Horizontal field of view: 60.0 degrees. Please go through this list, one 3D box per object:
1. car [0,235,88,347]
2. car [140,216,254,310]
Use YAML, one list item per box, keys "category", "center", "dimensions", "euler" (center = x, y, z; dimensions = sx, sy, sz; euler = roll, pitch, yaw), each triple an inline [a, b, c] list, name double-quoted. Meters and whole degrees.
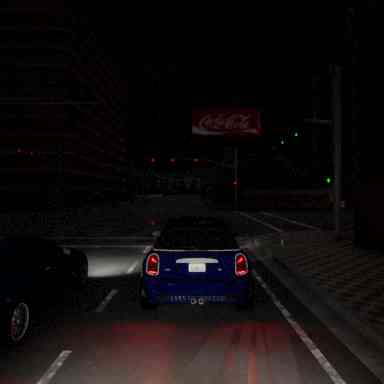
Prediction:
- category: "car"
  center: [-3.420, 1.526, 6.181]
  dimensions: [1.812, 1.442, 4.674]
  euler: [0, 0, 0]
- category: "car"
  center: [0.085, 1.352, 7.977]
  dimensions: [2.097, 1.767, 4.553]
  euler: [0, 0, 0]
